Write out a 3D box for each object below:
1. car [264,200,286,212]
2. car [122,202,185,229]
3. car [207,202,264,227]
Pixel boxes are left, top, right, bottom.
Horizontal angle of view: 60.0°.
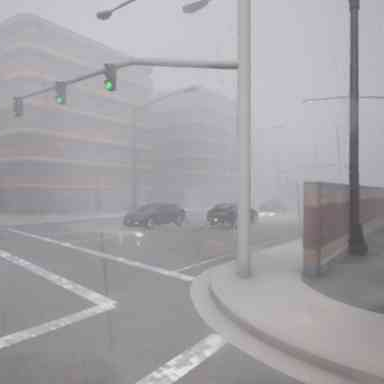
[{"bbox_3d":[9.180,1.556,37.821,1.994,1.385,4.181,0,0,36],"label":"car"},{"bbox_3d":[-2.402,1.486,21.815,1.837,1.490,4.892,0,1,36],"label":"car"},{"bbox_3d":[2.918,1.505,23.029,1.837,1.490,4.892,0,0,36],"label":"car"}]
